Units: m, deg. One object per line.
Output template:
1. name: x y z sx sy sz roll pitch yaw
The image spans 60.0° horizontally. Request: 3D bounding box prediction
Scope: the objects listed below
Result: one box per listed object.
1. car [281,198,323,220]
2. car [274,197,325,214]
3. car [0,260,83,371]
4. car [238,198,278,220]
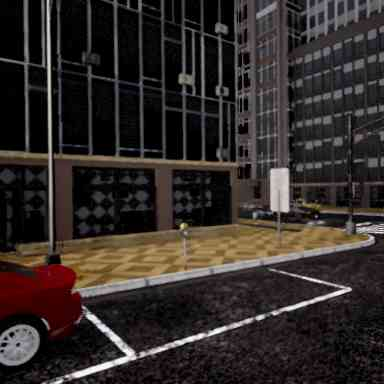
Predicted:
1. car: 8.094 1.470 27.859 2.033 1.411 5.357 -1 1 -35
2. car: 10.886 1.335 33.945 1.752 1.417 4.829 0 1 -35
3. car: -3.706 1.544 4.089 4.507 1.381 1.887 0 -1 -35
4. car: 4.904 1.494 27.981 2.008 1.369 4.403 0 1 -35
